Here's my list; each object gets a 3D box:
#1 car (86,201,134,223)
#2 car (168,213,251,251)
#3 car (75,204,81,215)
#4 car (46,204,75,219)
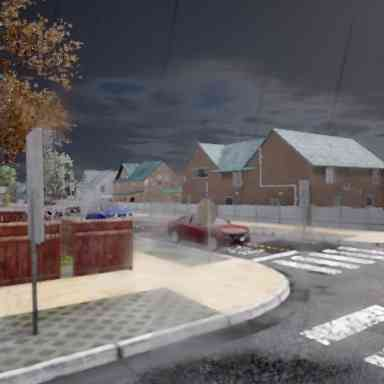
[{"bbox_3d":[-6.687,1.776,26.609,2.150,2.045,5.566,-1,0,-36],"label":"car"},{"bbox_3d":[0.710,1.817,16.376,1.882,1.535,5.008,-1,0,-36],"label":"car"},{"bbox_3d":[-16.813,2.327,45.677,1.882,1.535,5.008,-1,0,-36],"label":"car"},{"bbox_3d":[-15.897,2.293,39.430,1.882,1.535,5.008,-1,0,-35],"label":"car"}]
